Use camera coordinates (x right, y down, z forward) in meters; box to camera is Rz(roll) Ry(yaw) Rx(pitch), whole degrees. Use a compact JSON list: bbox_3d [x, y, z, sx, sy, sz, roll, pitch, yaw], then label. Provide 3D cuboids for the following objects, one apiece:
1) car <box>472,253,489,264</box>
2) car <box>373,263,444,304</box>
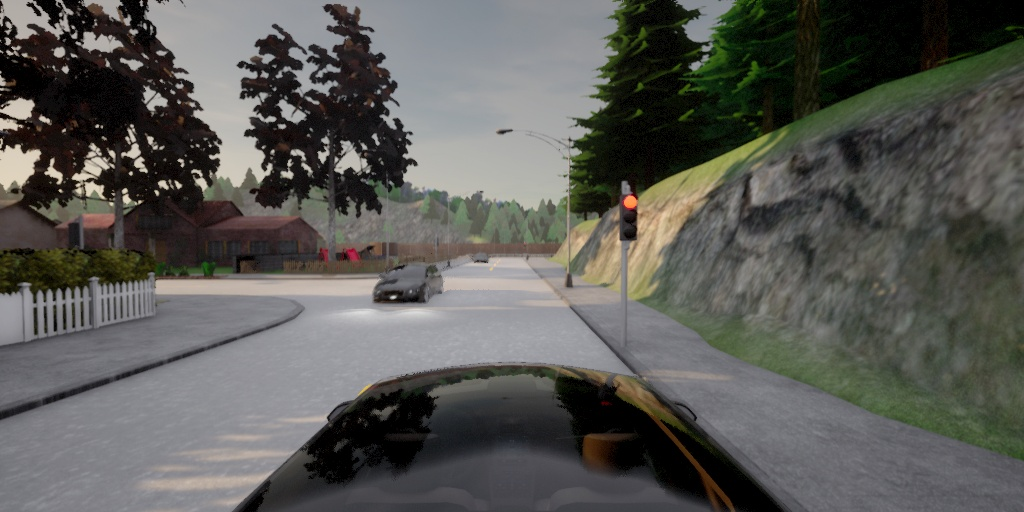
[{"bbox_3d":[-3.996,0.337,46.833,1.837,1.490,4.892,0,3,0],"label":"car"},{"bbox_3d":[-4.000,1.066,14.500,1.837,1.490,4.892,0,2,0],"label":"car"}]
